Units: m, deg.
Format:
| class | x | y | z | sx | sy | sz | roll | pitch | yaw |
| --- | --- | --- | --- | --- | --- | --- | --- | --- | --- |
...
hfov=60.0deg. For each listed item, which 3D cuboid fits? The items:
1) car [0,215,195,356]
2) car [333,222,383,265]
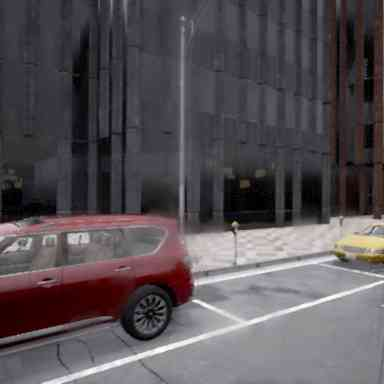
| class | x | y | z | sx | sy | sz | roll | pitch | yaw |
| --- | --- | --- | --- | --- | --- | --- | --- | --- | --- |
| car | -2.264 | 1.325 | 5.035 | 5.009 | 1.841 | 2.192 | 1 | 0 | -35 |
| car | 6.773 | 1.642 | 11.481 | 4.829 | 1.417 | 1.752 | 1 | 0 | -35 |
